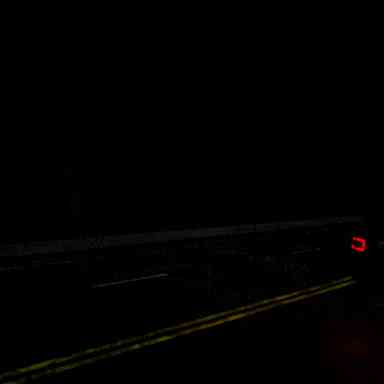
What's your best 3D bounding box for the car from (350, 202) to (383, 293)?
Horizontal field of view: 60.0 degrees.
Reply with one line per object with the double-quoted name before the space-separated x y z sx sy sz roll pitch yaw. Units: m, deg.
"car" 5.842 1.215 7.625 5.566 2.045 2.150 0 0 -37
